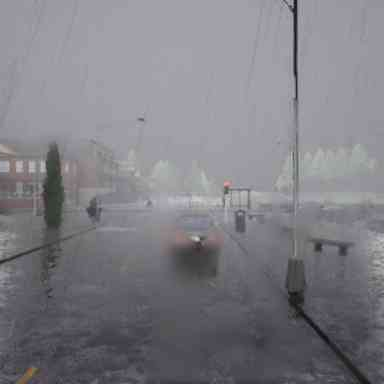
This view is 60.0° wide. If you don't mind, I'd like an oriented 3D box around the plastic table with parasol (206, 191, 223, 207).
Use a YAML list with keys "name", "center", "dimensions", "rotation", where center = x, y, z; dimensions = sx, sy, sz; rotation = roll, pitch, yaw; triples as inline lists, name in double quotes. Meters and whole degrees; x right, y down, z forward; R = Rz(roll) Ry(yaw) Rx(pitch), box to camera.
- name: "plastic table with parasol"
  center: [3.577, 1.074, 52.723]
  dimensions: [2.482, 2.480, 2.482]
  rotation: [0, 0, 0]

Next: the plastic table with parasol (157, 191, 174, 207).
- name: "plastic table with parasol"
  center: [-4.243, 1.076, 53.472]
  dimensions: [2.482, 2.480, 2.482]
  rotation: [0, 0, 0]

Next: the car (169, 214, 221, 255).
- name: "car"
  center: [0.099, 1.586, 13.387]
  dimensions: [2.033, 1.411, 5.357]
  rotation: [0, 0, 0]

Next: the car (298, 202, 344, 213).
- name: "car"
  center: [12.892, 1.697, 33.687]
  dimensions: [4.718, 1.301, 1.895]
  rotation: [0, 0, 3]
